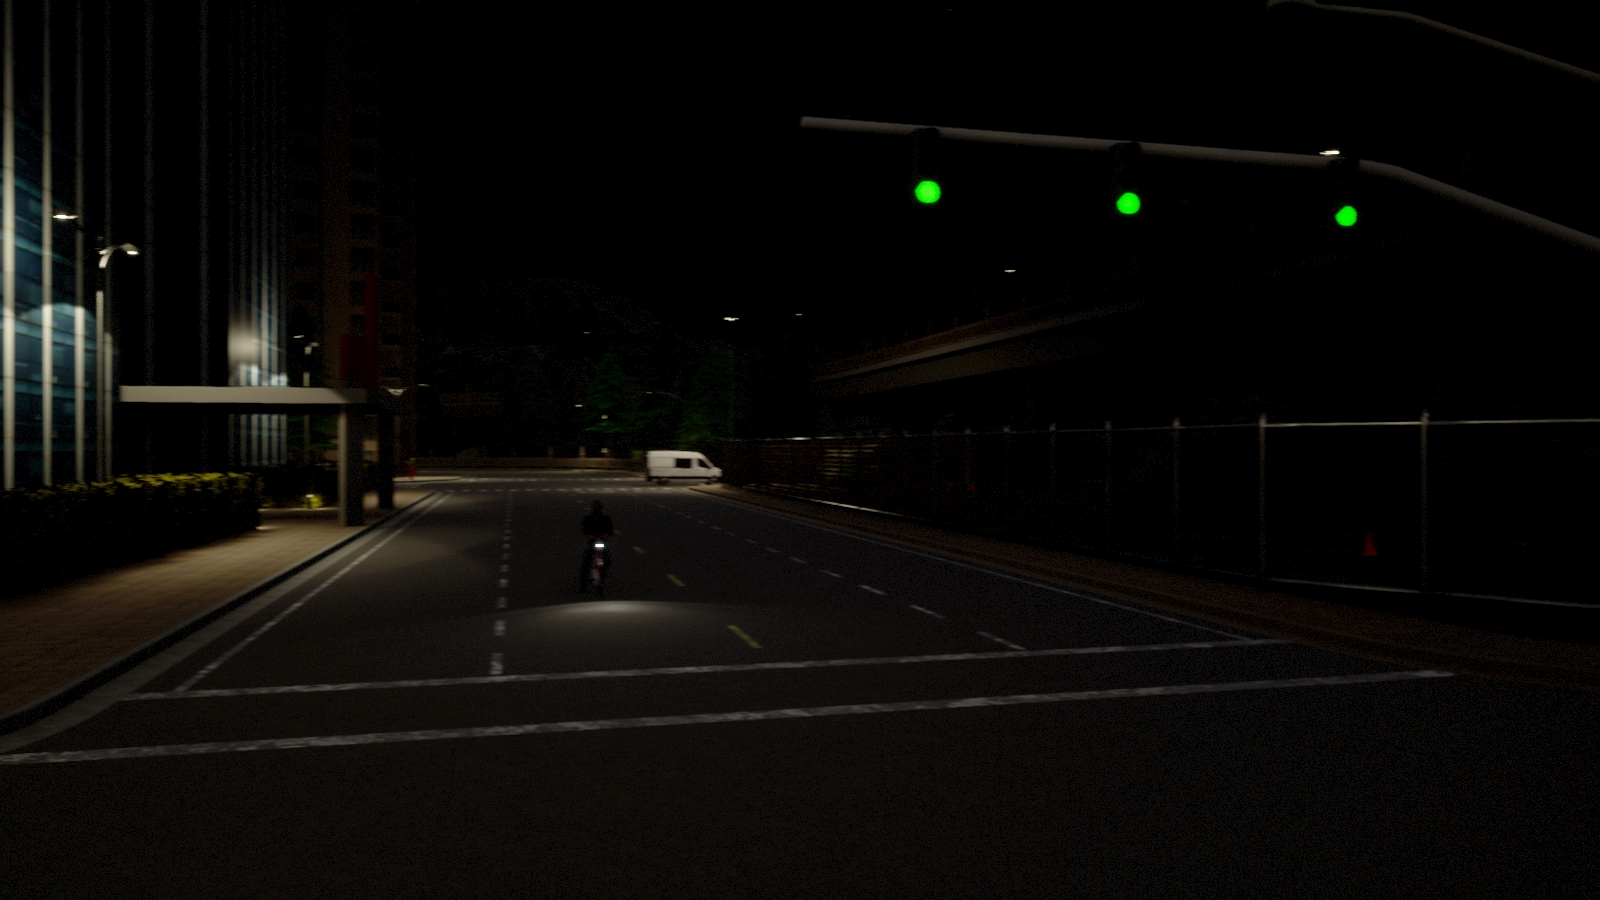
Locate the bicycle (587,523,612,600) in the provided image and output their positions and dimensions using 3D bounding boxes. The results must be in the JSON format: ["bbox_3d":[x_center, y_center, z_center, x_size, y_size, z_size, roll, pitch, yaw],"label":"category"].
[{"bbox_3d":[-3.781,2.064,21.469,0.329,1.271,1.835,0,0,-14],"label":"bicycle"}]
